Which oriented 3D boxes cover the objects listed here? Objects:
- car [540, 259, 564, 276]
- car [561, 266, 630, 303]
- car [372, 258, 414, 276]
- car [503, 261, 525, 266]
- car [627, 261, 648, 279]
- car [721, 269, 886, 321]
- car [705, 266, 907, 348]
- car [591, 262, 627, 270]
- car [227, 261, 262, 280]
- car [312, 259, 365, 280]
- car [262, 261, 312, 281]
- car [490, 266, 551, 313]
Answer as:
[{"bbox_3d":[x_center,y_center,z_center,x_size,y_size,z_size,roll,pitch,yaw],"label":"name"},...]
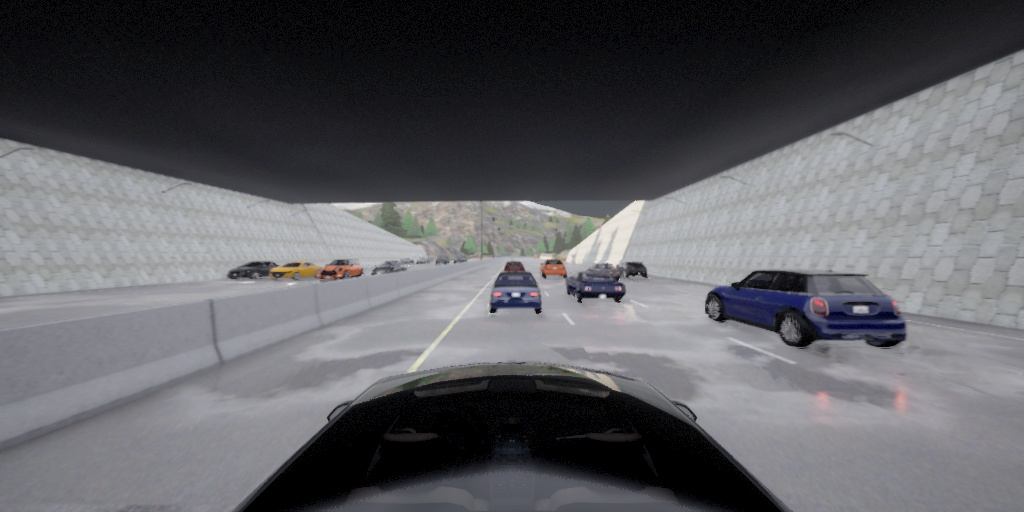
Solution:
[{"bbox_3d":[3.708,1.057,33.050,2.097,1.767,4.553,0,0,0],"label":"car"},{"bbox_3d":[3.642,1.333,16.554,1.895,1.301,4.718,0,0,0],"label":"car"},{"bbox_3d":[-10.496,1.172,31.051,2.128,1.511,4.902,0,0,0],"label":"car"},{"bbox_3d":[0.206,1.175,33.340,1.882,1.535,5.008,0,0,0],"label":"car"},{"bbox_3d":[10.705,1.224,32.526,1.837,1.490,4.892,0,0,0],"label":"car"},{"bbox_3d":[10.631,1.298,13.845,2.033,1.411,5.357,0,0,0],"label":"car"},{"bbox_3d":[7.101,1.103,9.409,2.097,1.767,4.553,0,0,0],"label":"car"},{"bbox_3d":[7.187,1.266,28.838,2.033,1.411,5.357,0,0,0],"label":"car"},{"bbox_3d":[-21.002,1.166,29.599,1.837,1.490,4.892,0,0,0],"label":"car"},{"bbox_3d":[-14.001,1.027,29.571,2.097,1.767,4.553,0,0,0],"label":"car"},{"bbox_3d":[-17.504,1.147,29.270,1.882,1.535,5.008,0,0,0],"label":"car"},{"bbox_3d":[0.131,1.277,13.901,2.033,1.411,5.357,0,0,0],"label":"car"}]
